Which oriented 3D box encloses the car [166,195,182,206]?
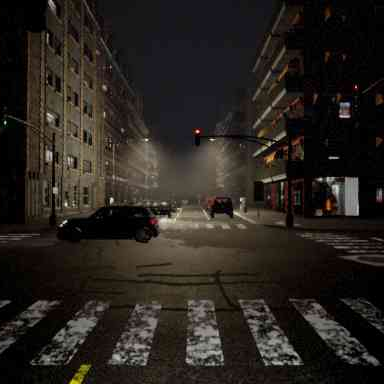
[{"bbox_3d":[-2.734,1.601,49.242,1.994,1.385,4.181,0,0,1],"label":"car"}]

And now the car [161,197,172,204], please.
[{"bbox_3d":[-5.240,1.667,69.095,2.008,1.369,4.403,1,0,0],"label":"car"}]

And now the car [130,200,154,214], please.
[{"bbox_3d":[-5.267,1.581,35.724,1.947,1.339,4.313,1,0,0],"label":"car"}]

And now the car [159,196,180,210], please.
[{"bbox_3d":[-2.796,1.523,39.308,1.837,1.490,4.892,0,0,0],"label":"car"}]

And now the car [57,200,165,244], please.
[{"bbox_3d":[-3.751,1.399,15.387,4.553,1.767,2.097,0,-1,0],"label":"car"}]

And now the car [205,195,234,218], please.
[{"bbox_3d":[2.612,1.326,30.201,2.192,1.841,5.009,1,0,0],"label":"car"}]

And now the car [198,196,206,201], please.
[{"bbox_3d":[2.659,1.813,91.375,1.947,1.339,4.313,1,0,0],"label":"car"}]

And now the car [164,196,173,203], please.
[{"bbox_3d":[-5.235,1.671,74.487,1.752,1.417,4.829,1,0,0],"label":"car"}]

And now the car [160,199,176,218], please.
[{"bbox_3d":[-2.812,1.575,30.428,1.994,1.385,4.181,0,0,0],"label":"car"}]

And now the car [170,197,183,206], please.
[{"bbox_3d":[-2.695,1.619,59.603,2.033,1.411,5.357,0,0,0],"label":"car"}]

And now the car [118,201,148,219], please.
[{"bbox_3d":[-5.272,1.577,30.162,1.947,1.339,4.313,1,0,0],"label":"car"}]

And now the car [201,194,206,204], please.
[{"bbox_3d":[2.621,1.336,41.326,2.192,1.841,5.009,1,0,0],"label":"car"}]

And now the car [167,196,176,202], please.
[{"bbox_3d":[-5.226,1.764,85.786,2.008,1.369,4.403,1,0,0],"label":"car"}]

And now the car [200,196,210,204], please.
[{"bbox_3d":[2.641,1.556,69.124,1.967,1.590,4.097,1,0,0],"label":"car"}]

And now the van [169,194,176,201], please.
[{"bbox_3d":[-5.217,1.589,91.351,1.690,1.788,3.998,1,0,0],"label":"van"}]

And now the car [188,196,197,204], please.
[{"bbox_3d":[0.135,1.600,70.384,1.882,1.535,5.008,0,0,0],"label":"car"}]

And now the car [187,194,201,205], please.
[{"bbox_3d":[0.159,1.550,59.945,1.882,1.535,5.008,0,0,0],"label":"car"}]
